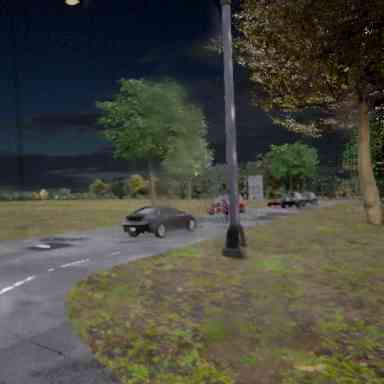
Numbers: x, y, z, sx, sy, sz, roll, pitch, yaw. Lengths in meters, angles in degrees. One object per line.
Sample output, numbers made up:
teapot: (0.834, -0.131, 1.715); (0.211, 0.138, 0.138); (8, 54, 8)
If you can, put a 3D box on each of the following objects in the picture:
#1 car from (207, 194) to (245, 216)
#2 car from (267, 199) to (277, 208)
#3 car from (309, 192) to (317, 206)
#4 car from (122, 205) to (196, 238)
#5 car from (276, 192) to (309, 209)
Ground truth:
car: (3.521, 1.275, 33.586); (2.150, 2.045, 5.566); (-3, -1, 29)
car: (12.676, 1.665, 49.619); (1.895, 1.301, 4.718); (-3, -1, 29)
car: (18.192, 1.087, 52.325); (2.150, 2.045, 5.566); (-3, -1, 29)
car: (-1.532, 1.453, 17.254); (1.837, 1.490, 4.892); (-3, -1, 29)
car: (13.183, 1.088, 43.333); (2.150, 2.045, 5.566); (-3, -1, 30)
